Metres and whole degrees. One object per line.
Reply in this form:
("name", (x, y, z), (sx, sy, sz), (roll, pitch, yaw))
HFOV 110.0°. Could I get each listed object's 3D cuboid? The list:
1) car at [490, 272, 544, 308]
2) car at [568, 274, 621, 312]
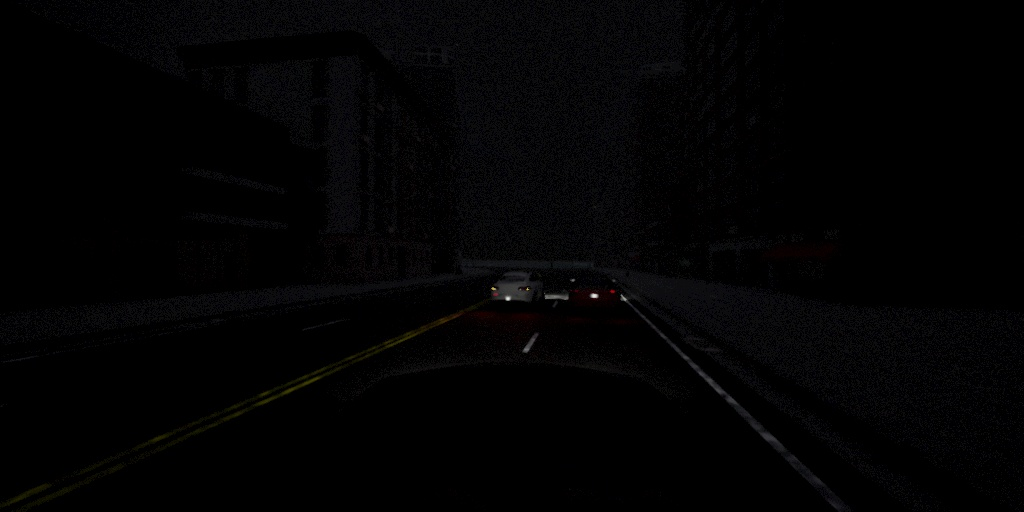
("car", (0.318, 1.417, 16.109), (1.812, 1.442, 4.674), (0, 0, 12))
("car", (3.419, 1.445, 15.058), (1.994, 1.385, 4.181), (0, 0, 12))
